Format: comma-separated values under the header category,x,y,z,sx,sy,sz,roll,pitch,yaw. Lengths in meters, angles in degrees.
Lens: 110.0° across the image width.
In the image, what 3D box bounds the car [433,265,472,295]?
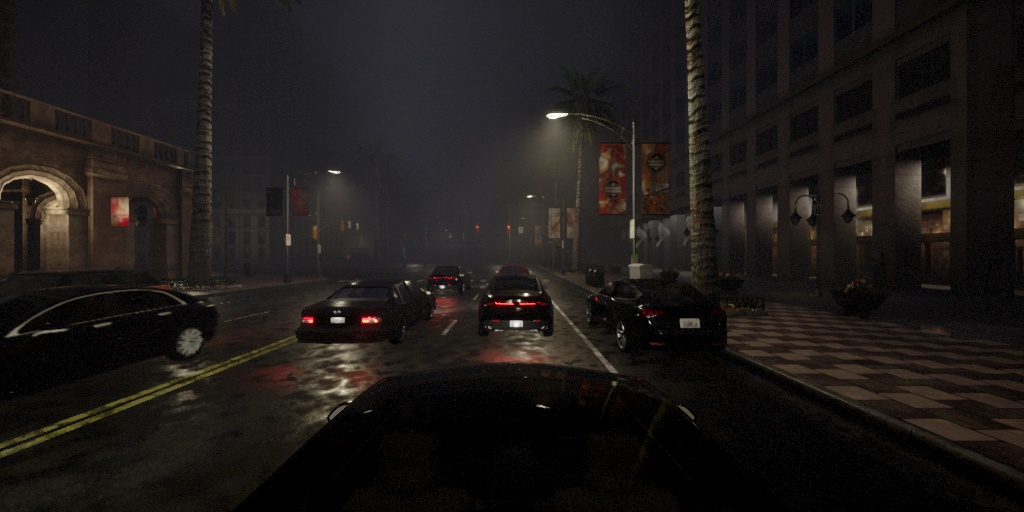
category,x,y,z,sx,sy,sz,roll,pitch,yaw
car,-3.395,1.254,19.876,1.837,1.490,4.892,0,0,0

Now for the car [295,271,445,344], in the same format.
category,x,y,z,sx,sy,sz,roll,pitch,yaw
car,-3.397,1.297,9.506,2.033,1.411,5.357,0,0,0

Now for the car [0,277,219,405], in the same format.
category,x,y,z,sx,sy,sz,roll,pitch,yaw
car,-7.094,1.255,5.512,1.837,1.490,4.892,0,0,0

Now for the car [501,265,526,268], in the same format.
category,x,y,z,sx,sy,sz,roll,pitch,yaw
car,0.100,1.227,19.819,1.882,1.535,5.008,0,0,0

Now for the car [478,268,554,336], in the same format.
category,x,y,z,sx,sy,sz,roll,pitch,yaw
car,0.091,1.253,10.369,1.837,1.490,4.892,0,0,0

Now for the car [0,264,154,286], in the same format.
category,x,y,z,sx,sy,sz,roll,pitch,yaw
car,-10.588,1.101,8.263,2.097,1.767,4.553,0,0,0
